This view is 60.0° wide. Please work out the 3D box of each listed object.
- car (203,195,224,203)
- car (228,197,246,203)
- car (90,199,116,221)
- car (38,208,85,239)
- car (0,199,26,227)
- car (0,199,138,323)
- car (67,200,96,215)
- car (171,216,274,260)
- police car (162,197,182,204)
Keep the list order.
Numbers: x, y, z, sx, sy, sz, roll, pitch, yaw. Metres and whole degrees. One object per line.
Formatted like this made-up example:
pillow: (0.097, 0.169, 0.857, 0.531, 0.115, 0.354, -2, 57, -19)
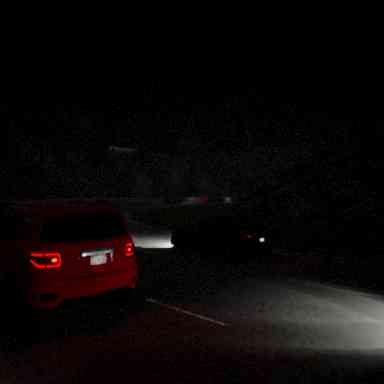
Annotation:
car: (5.331, 1.732, 83.798, 5.566, 2.045, 2.150, 0, 0, -30)
car: (11.918, 2.051, 87.018, 4.892, 1.490, 1.837, 0, 0, -22)
car: (-7.989, 1.508, 29.981, 2.097, 1.767, 4.553, 0, 0, -15)
car: (-7.549, 1.693, 18.925, 1.895, 1.301, 4.718, 0, 0, -29)
car: (-13.547, 1.459, 24.288, 2.097, 1.767, 4.553, 0, 0, -20)
car: (-3.486, 1.258, 7.603, 2.150, 2.045, 5.566, 0, 0, -45)
car: (-12.522, 1.695, 37.975, 1.837, 1.490, 4.892, 0, 0, -2)
car: (1.061, 1.645, 13.031, 1.994, 1.385, 4.181, 0, 0, -44)
police car: (-4.435, 1.864, 76.525, 5.238, 1.638, 1.930, 0, 0, -43)
